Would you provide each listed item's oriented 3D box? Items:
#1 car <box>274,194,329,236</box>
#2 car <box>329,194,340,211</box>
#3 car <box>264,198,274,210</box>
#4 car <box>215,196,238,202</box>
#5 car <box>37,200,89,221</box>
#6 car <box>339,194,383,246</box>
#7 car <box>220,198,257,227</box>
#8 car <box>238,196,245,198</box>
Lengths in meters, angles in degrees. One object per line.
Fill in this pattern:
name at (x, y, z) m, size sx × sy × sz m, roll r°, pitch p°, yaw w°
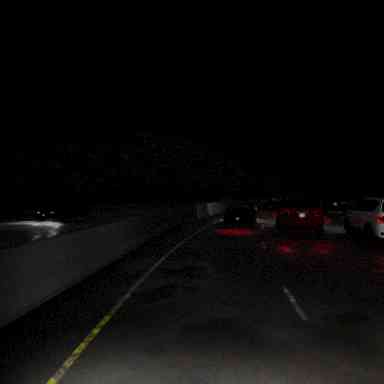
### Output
car at (5.922, 1.216, 18.703) m, size 2.150 × 2.045 × 5.566 m, roll 0°, pitch 0°, yaw 13°
car at (14.380, 1.222, 33.386) m, size 2.150 × 2.045 × 5.566 m, roll 0°, pitch 0°, yaw 23°
car at (10.182, 1.472, 40.763) m, size 2.128 × 1.511 × 4.902 m, roll 0°, pitch 0°, yaw 26°
car at (4.282, 1.484, 45.032) m, size 1.812 × 1.442 × 4.674 m, roll 0°, pitch 0°, yaw 28°
car at (-10.251, 1.445, 26.743) m, size 1.837 × 1.490 × 4.892 m, roll 0°, pitch 0°, yaw 16°
car at (8.751, 1.228, 15.297) m, size 2.150 × 2.045 × 5.566 m, roll 0°, pitch 0°, yaw 11°
car at (3.370, 1.460, 22.755) m, size 1.882 × 1.535 × 5.008 m, roll 0°, pitch 0°, yaw 14°
car at (6.604, 1.429, 55.939) m, size 1.882 × 1.535 × 5.008 m, roll 0°, pitch 0°, yaw 33°
